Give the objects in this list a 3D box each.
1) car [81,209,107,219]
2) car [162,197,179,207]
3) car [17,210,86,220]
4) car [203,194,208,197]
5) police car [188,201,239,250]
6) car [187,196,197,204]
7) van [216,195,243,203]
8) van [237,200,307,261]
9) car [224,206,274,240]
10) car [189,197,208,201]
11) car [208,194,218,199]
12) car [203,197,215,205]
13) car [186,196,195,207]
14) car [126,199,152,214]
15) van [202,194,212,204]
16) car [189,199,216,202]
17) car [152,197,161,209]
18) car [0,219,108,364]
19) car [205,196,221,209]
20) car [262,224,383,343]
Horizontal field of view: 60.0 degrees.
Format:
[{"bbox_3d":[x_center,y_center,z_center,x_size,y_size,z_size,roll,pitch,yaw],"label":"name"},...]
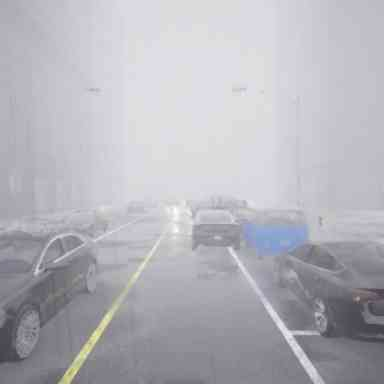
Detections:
[{"bbox_3d":[-5.675,1.583,17.721,1.802,1.307,4.206,0,0,0],"label":"car"},{"bbox_3d":[-3.004,1.490,51.880,2.128,1.511,4.902,0,0,0],"label":"car"},{"bbox_3d":[-5.674,1.551,12.072,2.008,1.369,4.403,0,0,0],"label":"car"},{"bbox_3d":[2.848,1.313,40.319,2.192,1.841,5.009,0,0,0],"label":"car"},{"bbox_3d":[0.898,1.426,14.412,1.930,1.638,5.238,0,0,0],"label":"police car"},{"bbox_3d":[-0.004,1.537,65.716,1.994,1.385,4.181,0,0,0],"label":"car"},{"bbox_3d":[2.849,1.342,23.373,1.690,1.788,3.998,0,0,0],"label":"van"},{"bbox_3d":[2.849,1.342,12.076,1.690,1.788,3.998,0,0,0],"label":"van"},{"bbox_3d":[2.850,1.546,17.725,1.887,1.381,4.507,0,0,0],"label":"car"},{"bbox_3d":[0.898,1.507,30.301,1.837,1.490,4.892,0,0,0],"label":"car"},{"bbox_3d":[2.849,1.316,29.022,2.192,1.841,5.009,0,0,0],"label":"car"},{"bbox_3d":[2.849,1.565,57.266,1.802,1.307,4.206,0,0,0],"label":"car"},{"bbox_3d":[-0.004,1.483,49.686,2.128,1.511,4.902,0,0,0],"label":"car"},{"bbox_3d":[-5.675,1.545,34.668,1.887,1.381,4.507,0,0,0],"label":"car"},{"bbox_3d":[2.848,1.316,62.915,1.690,1.788,3.998,0,0,0],"label":"van"},{"bbox_3d":[0.898,1.507,24.302,1.837,1.490,4.892,0,0,0],"label":"car"},{"bbox_3d":[-5.675,1.576,45.966,1.802,1.307,4.206,0,0,0],"label":"car"},{"bbox_3d":[-3.101,1.492,5.947,2.128,1.511,4.902,0,0,0],"label":"car"},{"bbox_3d":[2.849,1.434,45.968,1.967,1.590,4.097,0,0,0],"label":"car"},{"bbox_3d":[2.851,1.566,6.427,1.947,1.339,4.313,0,0,0],"label":"car"}]
